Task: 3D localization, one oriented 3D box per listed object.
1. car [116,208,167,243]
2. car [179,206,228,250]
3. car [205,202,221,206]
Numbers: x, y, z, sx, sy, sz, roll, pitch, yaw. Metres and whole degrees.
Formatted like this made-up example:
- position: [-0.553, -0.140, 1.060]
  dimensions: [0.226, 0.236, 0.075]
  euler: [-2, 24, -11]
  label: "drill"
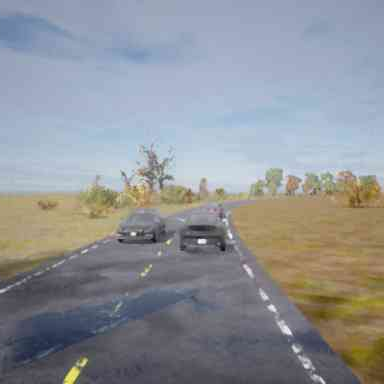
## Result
- position: [-2.418, 1.613, 16.942]
  dimensions: [1.837, 1.490, 4.892]
  euler: [0, 0, 4]
  label: "car"
- position: [0.507, 1.597, 14.795]
  dimensions: [1.837, 1.490, 4.892]
  euler: [0, 0, 3]
  label: "car"
- position: [2.177, 1.748, 34.104]
  dimensions: [2.033, 1.411, 5.357]
  euler: [0, 0, 7]
  label: "car"
